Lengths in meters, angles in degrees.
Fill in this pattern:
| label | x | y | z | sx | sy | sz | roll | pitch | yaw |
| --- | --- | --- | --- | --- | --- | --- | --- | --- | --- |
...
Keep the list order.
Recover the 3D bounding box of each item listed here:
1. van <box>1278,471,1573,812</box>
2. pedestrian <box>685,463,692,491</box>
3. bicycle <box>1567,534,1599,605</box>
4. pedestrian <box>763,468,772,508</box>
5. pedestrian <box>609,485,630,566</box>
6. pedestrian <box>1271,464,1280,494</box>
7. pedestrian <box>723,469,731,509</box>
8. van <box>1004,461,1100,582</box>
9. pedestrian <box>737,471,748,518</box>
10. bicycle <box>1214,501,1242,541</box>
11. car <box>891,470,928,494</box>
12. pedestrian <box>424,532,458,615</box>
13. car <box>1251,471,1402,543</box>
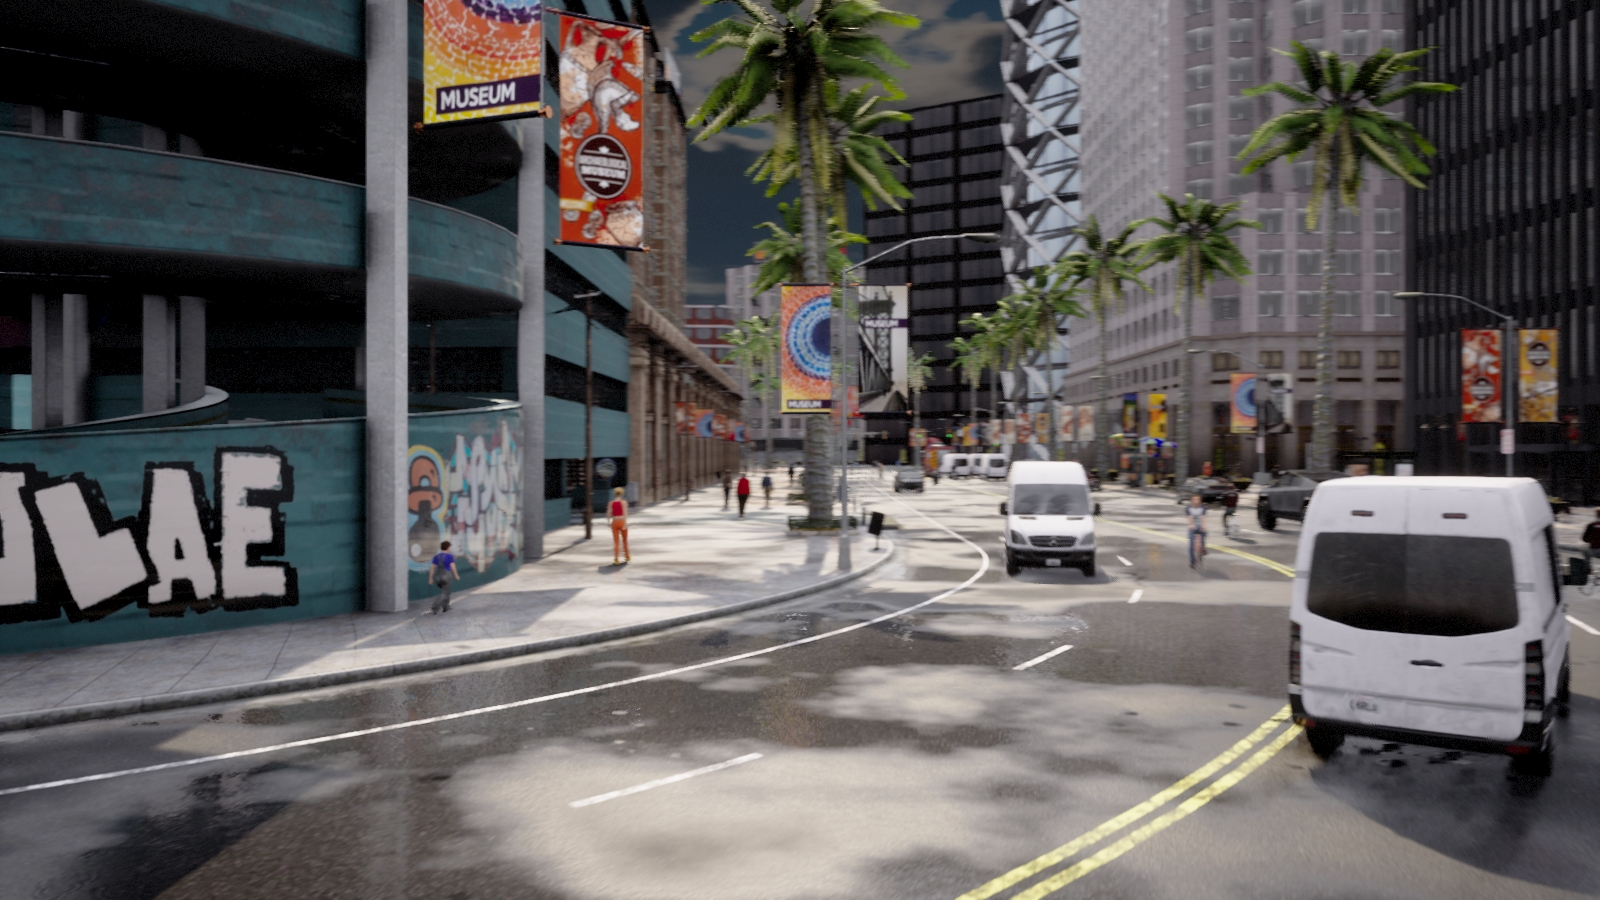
| label | x | y | z | sx | sy | sz | roll | pitch | yaw |
| --- | --- | --- | --- | --- | --- | --- | --- | --- | --- |
| van | 6.741 | 1.546 | 11.883 | 1.988 | 2.561 | 5.915 | 0 | 0 | 36 |
| pedestrian | -7.442 | 1.827 | 76.236 | 0.375 | 1.860 | 0.375 | 0 | 0 | -15 |
| bicycle | 14.918 | 2.227 | 21.426 | 0.329 | 1.171 | 1.835 | -2 | 0 | 16 |
| pedestrian | -1.519 | 1.783 | 53.380 | 0.375 | 1.860 | 0.375 | 0 | 0 | 9 |
| pedestrian | -4.210 | 1.743 | 26.613 | 0.375 | 1.860 | 0.375 | 0 | 0 | 9 |
| pedestrian | 29.583 | 1.780 | 71.082 | 0.375 | 1.860 | 0.375 | 0 | 0 | 1 |
| pedestrian | -3.347 | 1.783 | 52.373 | 0.375 | 1.860 | 0.375 | 0 | 0 | 1 |
| van | 5.998 | 1.572 | 27.747 | 1.988 | 2.561 | 5.915 | 0 | 0 | 10 |
| pedestrian | -2.296 | 1.773 | 45.562 | 0.375 | 1.860 | 0.375 | 0 | 0 | 6 |
| bicycle | 13.733 | 2.253 | 36.678 | 0.329 | 1.171 | 1.835 | 0 | 0 | 4 |
| car | 7.473 | 2.149 | 78.472 | 2.097 | 1.535 | 5.006 | 0 | 0 | 1 |
| pedestrian | -5.882 | 2.013 | 18.719 | 0.375 | 1.300 | 0.375 | 0 | 0 | 19 |
| car | 17.362 | 1.794 | 38.137 | 2.390 | 2.098 | 6.274 | 0 | 0 | 3 |
